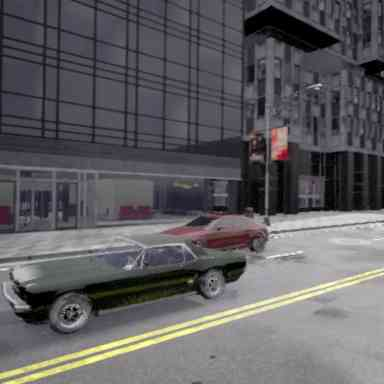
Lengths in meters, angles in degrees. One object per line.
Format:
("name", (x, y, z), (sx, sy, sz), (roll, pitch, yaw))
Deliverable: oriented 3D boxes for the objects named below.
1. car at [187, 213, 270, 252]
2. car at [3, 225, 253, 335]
("car", (0.897, 1.529, 12.307), (4.674, 1.442, 1.812), (0, 0, -35))
("car", (-1.168, 1.601, 6.842), (4.718, 1.301, 1.895), (0, 0, -35))
